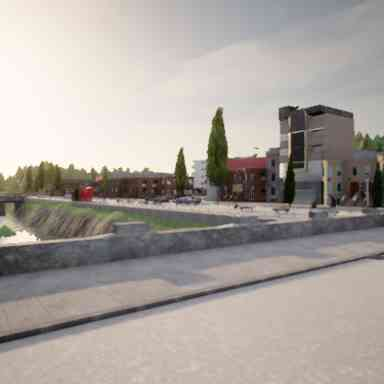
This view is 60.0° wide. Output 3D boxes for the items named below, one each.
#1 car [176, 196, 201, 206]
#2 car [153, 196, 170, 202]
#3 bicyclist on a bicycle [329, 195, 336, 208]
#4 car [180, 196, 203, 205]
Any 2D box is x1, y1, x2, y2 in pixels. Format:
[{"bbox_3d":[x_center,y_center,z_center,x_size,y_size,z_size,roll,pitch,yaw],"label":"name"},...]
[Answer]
[{"bbox_3d":[-0.738,1.451,52.955,1.812,1.442,4.674,0,0,-35],"label":"car"},{"bbox_3d":[-6.232,1.482,67.670,1.994,1.385,4.181,0,0,-35],"label":"car"},{"bbox_3d":[17.609,1.254,41.644,1.656,1.620,0.582,-1,0,-35],"label":"bicyclist on a bicycle"},{"bbox_3d":[-0.172,1.441,59.259,1.812,1.442,4.674,0,0,-35],"label":"car"}]
